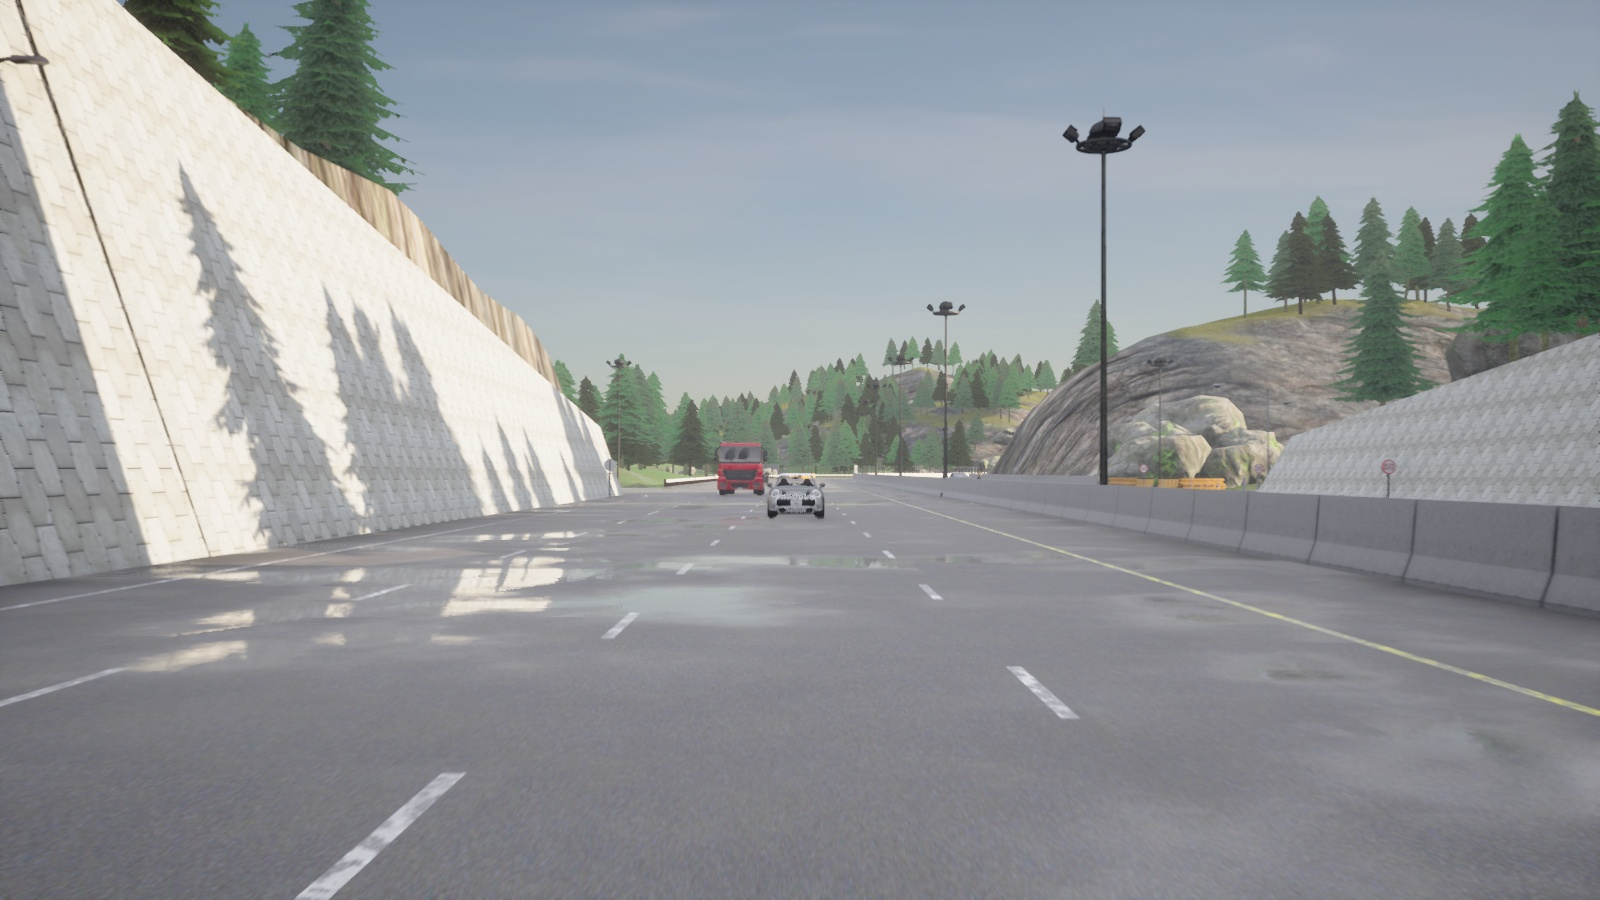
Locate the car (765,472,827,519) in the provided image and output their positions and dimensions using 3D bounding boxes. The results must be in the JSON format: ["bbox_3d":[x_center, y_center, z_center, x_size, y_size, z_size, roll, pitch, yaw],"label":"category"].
[{"bbox_3d":[-0.125,1.484,42.027,1.970,1.475,3.806,0,-1,0],"label":"car"}]

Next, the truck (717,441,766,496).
[{"bbox_3d":[-3.749,1.224,82.190,2.891,3.462,7.936,0,-1,0],"label":"truck"}]
